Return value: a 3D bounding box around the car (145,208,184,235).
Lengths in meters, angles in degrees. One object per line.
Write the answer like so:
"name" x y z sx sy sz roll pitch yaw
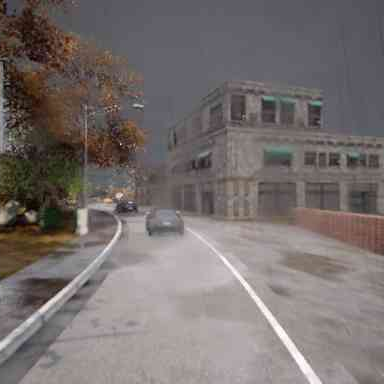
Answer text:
"car" -1.633 1.596 19.126 1.994 1.385 4.181 0 0 -10

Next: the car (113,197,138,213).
"car" -7.729 1.654 39.163 1.812 1.442 4.674 0 0 -23
